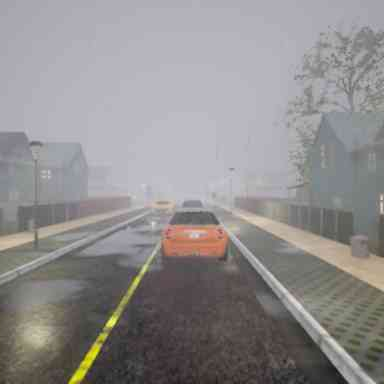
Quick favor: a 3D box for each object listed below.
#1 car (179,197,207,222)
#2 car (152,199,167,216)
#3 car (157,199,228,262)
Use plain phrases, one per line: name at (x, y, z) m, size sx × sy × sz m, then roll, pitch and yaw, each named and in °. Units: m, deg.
car at (0.078, 1.349, 26.862) m, size 2.097 × 1.767 × 4.553 m, roll 0°, pitch 0°, yaw 0°
car at (-2.842, 1.488, 33.021) m, size 1.882 × 1.535 × 5.008 m, roll 0°, pitch 0°, yaw 0°
car at (0.082, 1.328, 12.134) m, size 2.097 × 1.767 × 4.553 m, roll 0°, pitch 0°, yaw 0°
